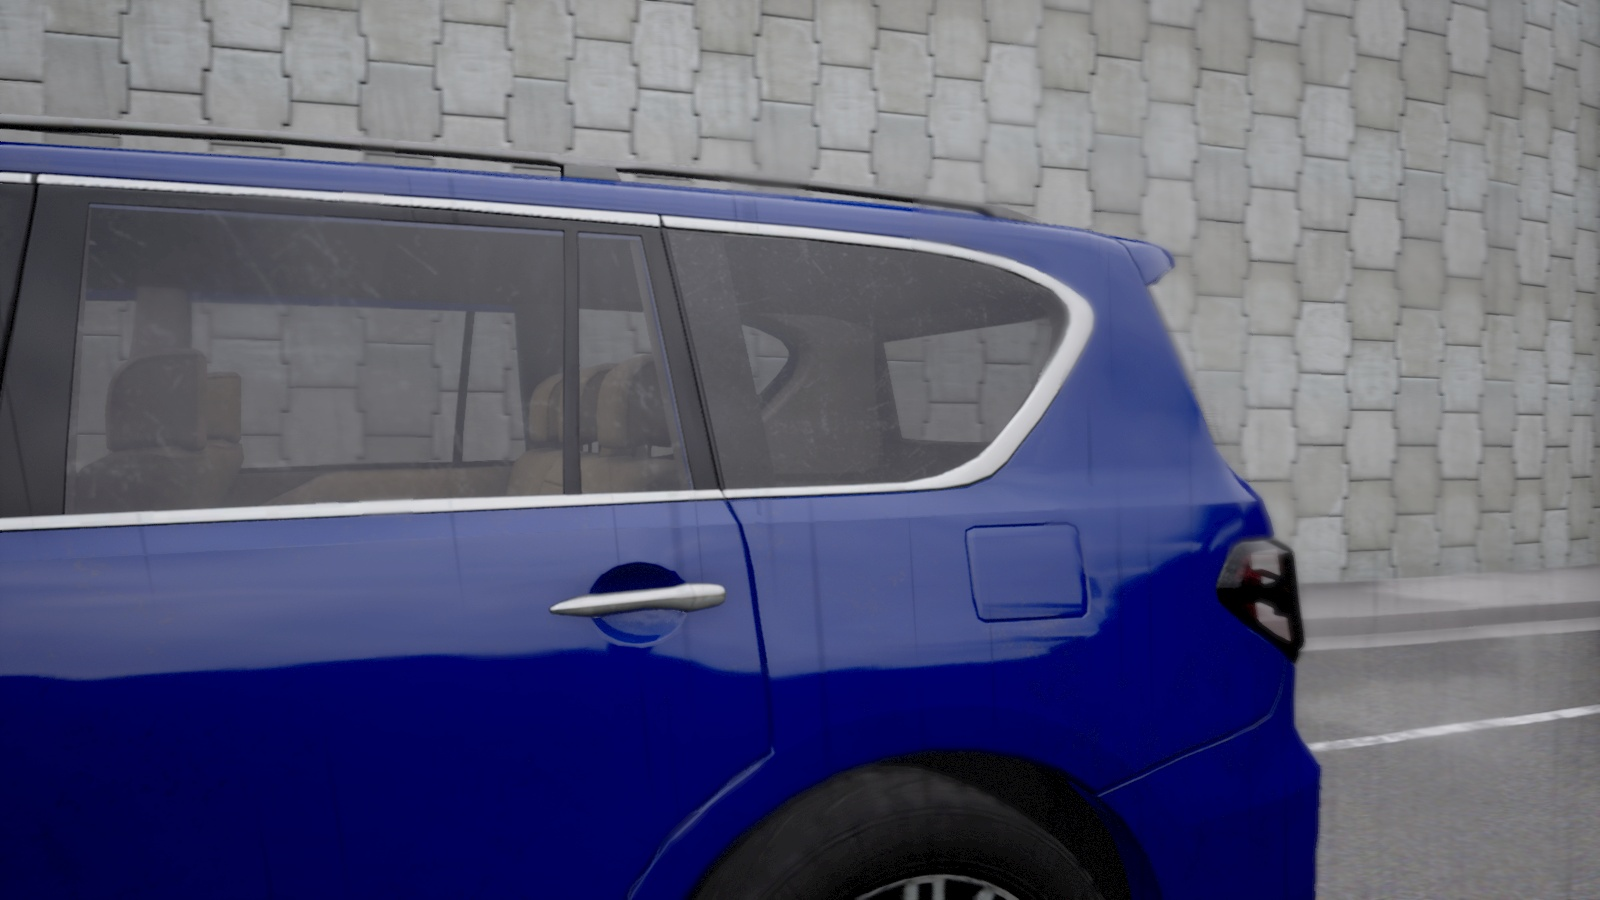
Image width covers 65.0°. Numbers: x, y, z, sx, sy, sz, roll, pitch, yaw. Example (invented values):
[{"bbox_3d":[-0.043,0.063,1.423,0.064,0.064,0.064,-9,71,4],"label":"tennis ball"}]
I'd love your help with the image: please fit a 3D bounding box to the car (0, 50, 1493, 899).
[{"bbox_3d":[-1.544,0.485,2.629,5.566,2.045,2.150,-1,1,-21],"label":"car"}]
